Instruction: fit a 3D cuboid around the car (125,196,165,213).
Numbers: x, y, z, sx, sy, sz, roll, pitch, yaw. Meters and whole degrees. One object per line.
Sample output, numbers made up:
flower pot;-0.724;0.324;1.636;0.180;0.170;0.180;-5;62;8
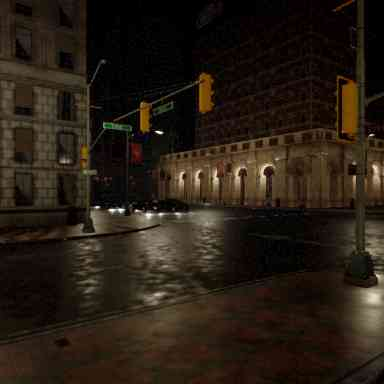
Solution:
car;-5.318;1.505;37.467;1.837;1.490;4.892;0;0;-36

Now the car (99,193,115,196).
car;-14.117;1.221;56.016;2.150;2.045;5.566;0;0;-35

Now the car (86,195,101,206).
car;-16.990;1.478;53.987;1.882;1.535;5.008;0;0;-35

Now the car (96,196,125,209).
car;-11.124;1.564;45.597;1.994;1.385;4.181;0;0;-35

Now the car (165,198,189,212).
car;-2.273;1.478;39.231;1.882;1.535;5.008;0;0;-36

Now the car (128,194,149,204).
car;-9.982;1.352;62.357;2.097;1.767;4.553;0;0;-35
